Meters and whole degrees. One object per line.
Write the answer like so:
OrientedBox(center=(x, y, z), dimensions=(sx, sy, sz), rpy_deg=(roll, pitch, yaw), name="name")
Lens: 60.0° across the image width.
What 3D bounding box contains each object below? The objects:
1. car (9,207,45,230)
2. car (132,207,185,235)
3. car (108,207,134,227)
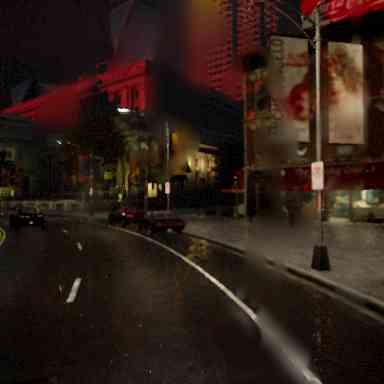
OrientedBox(center=(-11.820, 1.832, 23.791), dimensions=(2.128, 1.511, 4.902), rpy_deg=(0, -1, -33), name="car")
OrientedBox(center=(-2.083, 1.835, 20.488), dimensions=(1.895, 1.301, 4.718), rpy_deg=(0, -1, -22), name="car")
OrientedBox(center=(-4.937, 1.833, 25.458), dimensions=(2.002, 1.452, 4.674), rpy_deg=(0, -1, -32), name="car")
